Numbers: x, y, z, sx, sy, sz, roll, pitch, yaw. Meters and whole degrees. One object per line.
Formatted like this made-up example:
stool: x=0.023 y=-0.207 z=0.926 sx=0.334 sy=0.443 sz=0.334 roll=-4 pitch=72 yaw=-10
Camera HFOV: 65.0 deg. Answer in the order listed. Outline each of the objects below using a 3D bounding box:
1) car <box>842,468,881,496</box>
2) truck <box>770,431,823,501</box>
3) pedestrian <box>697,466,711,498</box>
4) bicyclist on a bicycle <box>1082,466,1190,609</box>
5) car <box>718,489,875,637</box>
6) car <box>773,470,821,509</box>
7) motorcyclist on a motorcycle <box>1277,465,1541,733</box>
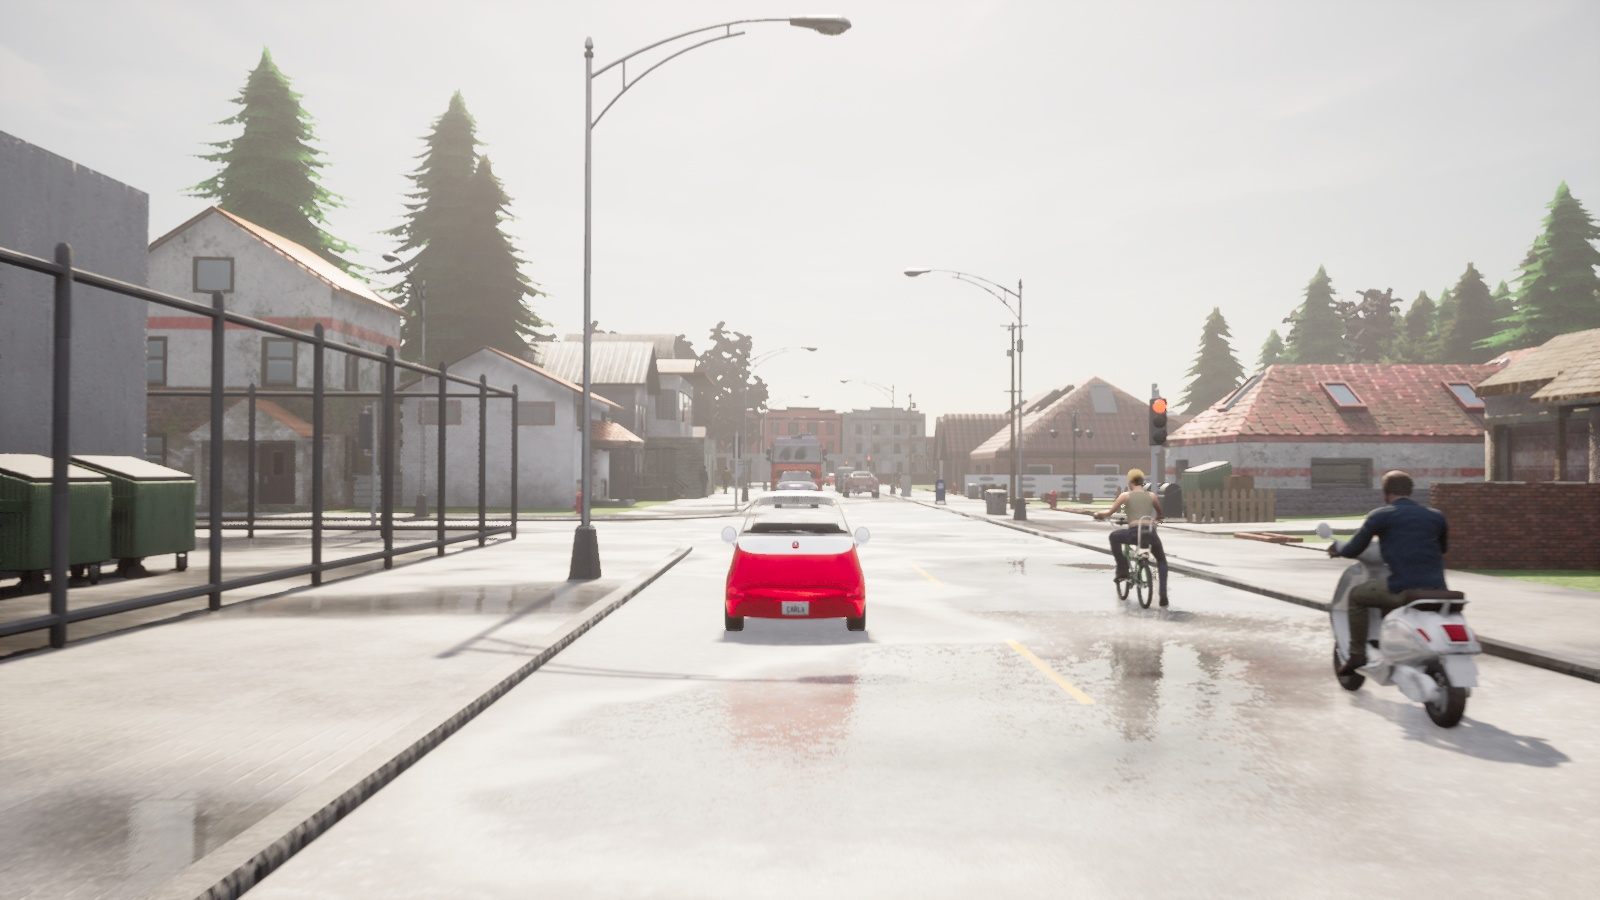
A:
car: x=3.801 y=1.976 z=78.351 sx=2.152 sy=1.651 sz=5.027 roll=0 pitch=-1 yaw=0
truck: x=-0.190 y=0.964 z=73.609 sx=2.891 sy=3.827 sz=8.468 roll=0 pitch=-1 yaw=0
pedestrian: x=-5.448 y=1.822 z=71.511 sx=0.370 sy=1.835 sz=0.726 roll=-1 pitch=-1 yaw=42
bicyclist on a bicycle: x=3.973 y=1.004 z=14.966 sx=0.866 sy=1.612 sz=1.509 roll=0 pitch=-1 yaw=0
car: x=-0.038 y=1.103 z=13.003 sx=1.481 sy=1.376 sz=2.207 roll=0 pitch=-1 yaw=0
car: x=-0.151 y=1.750 z=56.285 sx=2.033 sy=1.649 sz=4.856 roll=0 pitch=-1 yaw=-1
motorcyclist on a motorcycle: x=3.978 y=0.904 z=8.401 sx=0.866 sy=1.590 sz=1.817 roll=0 pitch=-1 yaw=0
